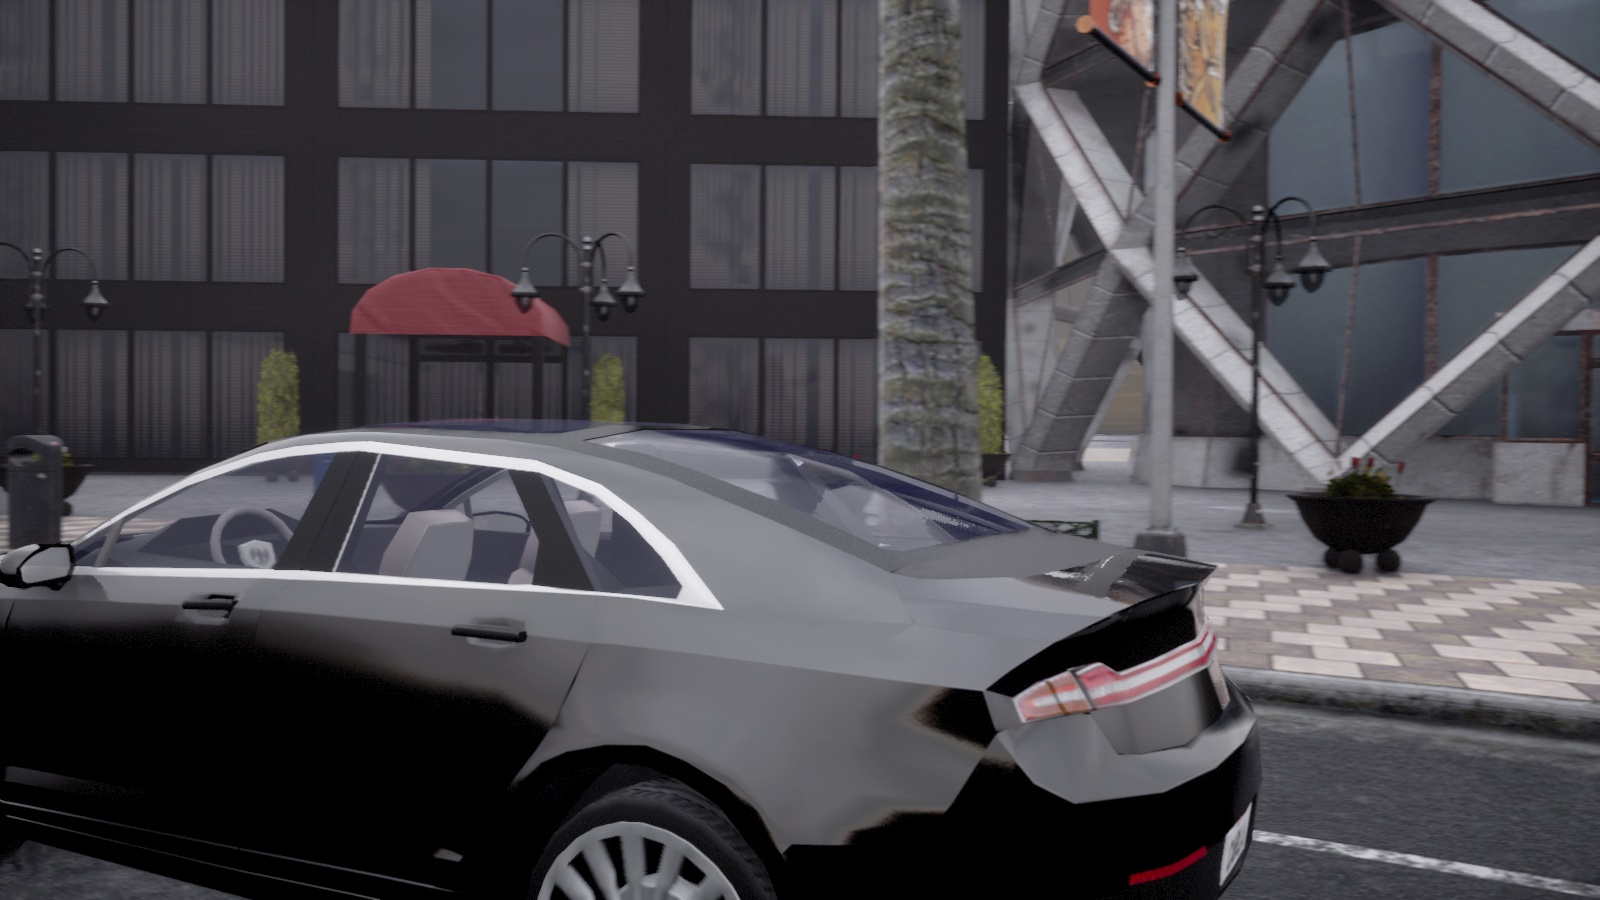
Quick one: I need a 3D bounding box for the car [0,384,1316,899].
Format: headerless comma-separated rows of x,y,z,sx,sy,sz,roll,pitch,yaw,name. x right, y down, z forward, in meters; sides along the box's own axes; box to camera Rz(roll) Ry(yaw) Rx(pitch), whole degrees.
-1.092,0.638,4.077,4.902,1.511,2.128,0,1,29,car
